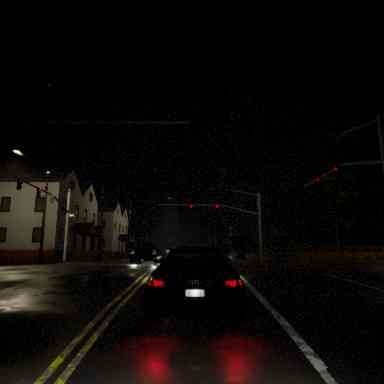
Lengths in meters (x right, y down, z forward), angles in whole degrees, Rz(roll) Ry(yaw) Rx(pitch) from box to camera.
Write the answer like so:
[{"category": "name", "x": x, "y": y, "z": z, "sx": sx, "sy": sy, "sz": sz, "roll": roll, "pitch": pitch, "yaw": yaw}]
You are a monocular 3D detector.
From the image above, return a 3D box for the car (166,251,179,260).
[{"category": "car", "x": -3.629, "y": 12.018, "z": 62.842, "sx": 2.128, "sy": 1.511, "sz": 4.902, "roll": 0, "pitch": -11, "yaw": 0}]

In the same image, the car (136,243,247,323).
[{"category": "car", "x": 0.063, "y": 1.984, "z": 7.879, "sx": 1.994, "sy": 1.385, "sz": 4.181, "roll": 0, "pitch": -7, "yaw": 0}]

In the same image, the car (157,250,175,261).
[{"category": "car", "x": -3.653, "y": 8.998, "z": 47.193, "sx": 2.128, "sy": 1.511, "sz": 4.902, "roll": 0, "pitch": -11, "yaw": 0}]

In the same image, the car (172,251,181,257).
[{"category": "car", "x": -3.593, "y": 14.541, "z": 77.905, "sx": 1.837, "sy": 1.490, "sz": 4.892, "roll": 0, "pitch": -11, "yaw": 0}]

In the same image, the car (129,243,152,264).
[{"category": "car", "x": -3.634, "y": 4.830, "z": 26.579, "sx": 2.097, "sy": 1.767, "sz": 4.553, "roll": 0, "pitch": -11, "yaw": 0}]
